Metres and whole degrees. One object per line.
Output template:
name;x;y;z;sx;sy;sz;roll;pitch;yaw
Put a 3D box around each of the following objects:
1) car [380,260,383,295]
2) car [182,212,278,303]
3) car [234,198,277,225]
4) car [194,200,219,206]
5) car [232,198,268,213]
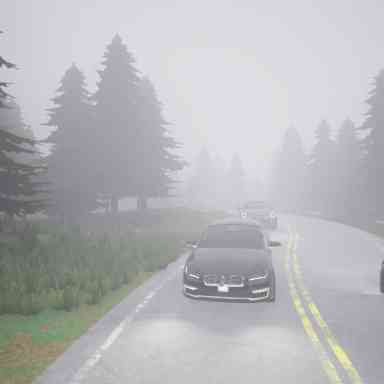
car;4.489;1.309;4.638;2.097;1.767;4.553;-1;0;8
car;1.082;1.496;8.405;1.837;1.490;4.892;-1;0;12
car;3.854;1.270;20.361;2.097;1.767;4.553;-1;0;5
car;1.872;1.799;44.853;1.812;1.442;4.674;3;-5;-35
car;6.165;1.411;35.732;1.837;1.490;4.892;2;-1;-16
